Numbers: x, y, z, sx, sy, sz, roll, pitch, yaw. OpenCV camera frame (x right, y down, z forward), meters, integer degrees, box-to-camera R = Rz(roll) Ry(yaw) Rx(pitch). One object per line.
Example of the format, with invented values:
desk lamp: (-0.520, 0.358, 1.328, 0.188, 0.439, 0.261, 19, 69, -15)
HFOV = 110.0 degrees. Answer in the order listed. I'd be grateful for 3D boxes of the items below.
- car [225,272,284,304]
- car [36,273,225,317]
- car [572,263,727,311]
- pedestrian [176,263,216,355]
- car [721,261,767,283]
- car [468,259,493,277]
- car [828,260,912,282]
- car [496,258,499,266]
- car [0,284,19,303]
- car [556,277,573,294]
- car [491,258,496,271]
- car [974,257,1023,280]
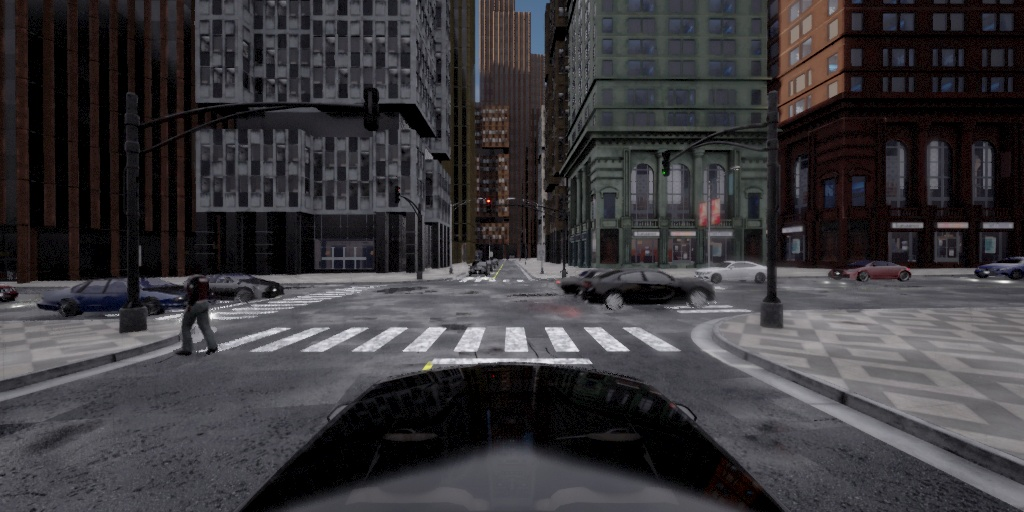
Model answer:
car: (-13.383, 1.479, 17.110, 4.181, 1.385, 1.994, -1, 0, -2)
car: (-14.628, 1.497, 13.777, 5.357, 1.411, 2.033, -1, 0, 0)
car: (5.108, 1.184, 13.841, 5.008, 1.535, 1.882, -2, 0, 0)
pedestrian: (-6.296, 1.042, 7.150, 0.375, 1.860, 0.375, 0, 0, 0)
car: (14.595, 1.037, 23.809, 4.674, 1.442, 1.812, -1, 0, -1)
car: (-3.235, 1.237, 36.008, 1.837, 1.490, 4.892, 0, 0, -1)
car: (23.673, 0.959, 23.835, 4.181, 1.385, 1.994, -1, 0, 0)
car: (-3.405, 1.301, 55.761, 1.895, 1.301, 4.718, 0, 0, 0)
car: (-26.602, 1.620, 16.992, 4.674, 1.442, 1.812, -1, 0, 0)
car: (4.560, 1.295, 17.087, 4.718, 1.301, 1.895, -1, 0, 0)
car: (-3.320, 1.223, 45.473, 1.837, 1.490, 4.892, 0, 0, 0)
car: (33.883, 0.792, 23.862, 4.674, 1.442, 1.812, -1, 0, -1)
